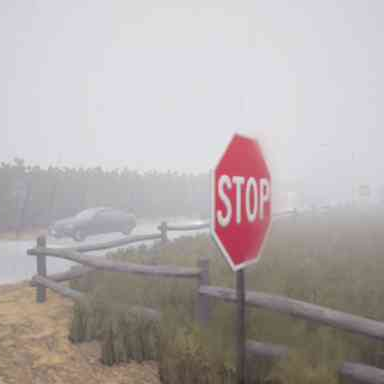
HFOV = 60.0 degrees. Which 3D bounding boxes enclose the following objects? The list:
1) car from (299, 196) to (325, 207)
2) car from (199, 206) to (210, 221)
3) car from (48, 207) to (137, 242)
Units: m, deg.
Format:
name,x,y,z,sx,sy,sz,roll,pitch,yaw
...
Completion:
name,x,y,z,sx,sy,sz,roll,pitch,yaw
car,16.580,1.265,46.298,2.128,1.511,4.902,0,1,-6
car,2.332,1.542,26.499,1.994,1.385,4.181,0,0,36
car,-4.797,1.517,16.676,1.812,1.442,4.674,0,0,36
